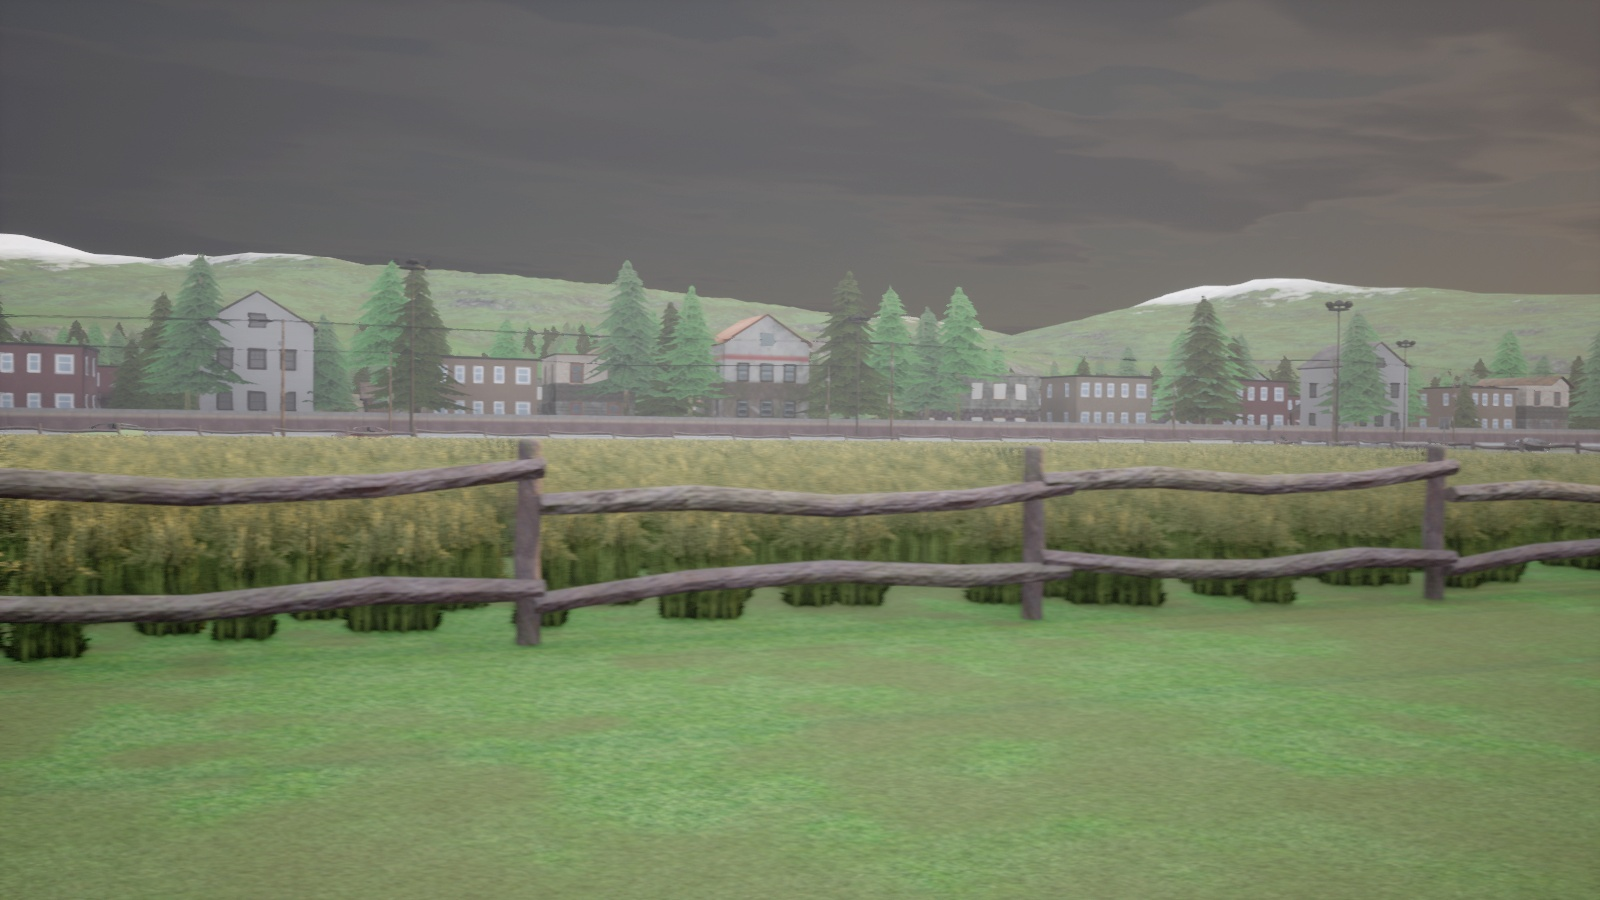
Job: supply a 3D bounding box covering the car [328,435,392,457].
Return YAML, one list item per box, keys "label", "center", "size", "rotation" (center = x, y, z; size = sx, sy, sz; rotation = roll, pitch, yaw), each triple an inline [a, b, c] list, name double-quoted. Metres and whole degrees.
- label: "car"
  center: [-30.627, -0.280, 87.403]
  size: [4.193, 1.474, 1.816]
  rotation: [-1, 1, -21]

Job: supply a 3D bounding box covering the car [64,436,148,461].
- label: "car"
  center: [-45.239, -0.096, 81.931]
  size: [4.514, 1.525, 2.007]
  rotation: [-1, 1, -21]
